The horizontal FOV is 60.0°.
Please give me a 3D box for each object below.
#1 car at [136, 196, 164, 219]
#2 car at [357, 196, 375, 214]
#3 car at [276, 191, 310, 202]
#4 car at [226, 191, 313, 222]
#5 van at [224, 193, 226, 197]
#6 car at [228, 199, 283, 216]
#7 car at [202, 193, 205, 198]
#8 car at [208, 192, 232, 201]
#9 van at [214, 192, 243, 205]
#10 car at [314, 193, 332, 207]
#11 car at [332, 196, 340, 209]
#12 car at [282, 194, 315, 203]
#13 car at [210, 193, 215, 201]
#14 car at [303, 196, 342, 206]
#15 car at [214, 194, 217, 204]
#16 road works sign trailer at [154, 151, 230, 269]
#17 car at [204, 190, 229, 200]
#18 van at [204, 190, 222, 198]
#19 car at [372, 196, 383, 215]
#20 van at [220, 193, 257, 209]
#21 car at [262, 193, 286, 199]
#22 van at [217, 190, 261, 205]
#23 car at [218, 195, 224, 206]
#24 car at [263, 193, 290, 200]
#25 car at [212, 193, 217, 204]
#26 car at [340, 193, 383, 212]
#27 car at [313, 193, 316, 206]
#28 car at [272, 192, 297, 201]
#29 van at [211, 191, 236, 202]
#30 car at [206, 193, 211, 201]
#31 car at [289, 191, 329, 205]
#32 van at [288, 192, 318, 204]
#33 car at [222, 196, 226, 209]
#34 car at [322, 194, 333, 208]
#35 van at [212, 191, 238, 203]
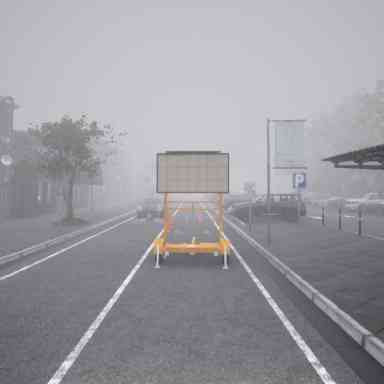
[{"bbox_3d":[-3.275,1.242,27.656,2.097,1.767,4.553,0,0,0],"label":"car"},{"bbox_3d":[18.783,1.362,31.347,5.008,1.535,2.097,0,0,0],"label":"car"},{"bbox_3d":[18.737,0.834,61.882,5.566,2.045,2.435,0,1,0],"label":"car"},{"bbox_3d":[5.685,1.142,24.894,5.566,2.045,2.435,0,0,0],"label":"car"},{"bbox_3d":[5.811,1.125,33.305,4.442,1.987,1.878,0,0,0],"label":"van"},{"bbox_3d":[5.703,1.405,30.503,4.674,1.452,2.002,0,0,0],"label":"car"},{"bbox_3d":[5.576,0.696,72.556,5.566,2.045,2.435,0,1,0],"label":"car"},{"bbox_3d":[5.648,0.893,66.951,4.553,1.767,2.185,0,1,0],"label":"car"},{"bbox_3d":[5.766,0.973,52.937,4.442,1.987,1.878,0,1,0],"label":"van"},{"bbox_3d":[18.938,1.296,42.452,5.366,1.575,1.946,0,0,0],"label":"car"},{"bbox_3d":[18.760,1.335,36.897,4.892,1.521,2.231,0,0,0],"label":"car"},{"bbox_3d":[18.901,1.118,59.109,5.366,1.575,1.946,0,1,0],"label":"car"},{"bbox_3d":[5.662,1.230,50.131,4.892,1.521,2.231,0,1,0],"label":"car"},{"bbox_3d":[18.769,1.281,48.007,4.792,1.488,2.163,0,1,0],"label":"car"},{"bbox_3d":[5.698,1.313,44.521,4.792,1.488,2.163,0,0,0],"label":"car"},{"bbox_3d":[0.037,0.441,11.123,2.380,3.560,2.880,0,0,2],"label":"road works sign trailer"},{"bbox_3d":[5.570,0.659,75.359,5.566,2.045,2.435,0,1,0],"label":"car"},{"bbox_3d":[5.456,0.541,86.571,4.442,1.987,1.878,0,1,0],"label":"van"},{"bbox_3d":[18.790,1.375,28.571,5.008,1.535,2.097,0,0,0],"label":"car"},{"bbox_3d":[5.791,1.077,41.716,4.442,1.987,1.878,0,0,0],"label":"van"},{"bbox_3d":[18.682,0.908,75.763,4.892,1.521,2.231,0,1,0],"label":"car"},{"bbox_3d":[5.565,1.096,38.914,4.442,1.987,1.878,0,0,0],"label":"van"},{"bbox_3d":[5.682,1.337,36.109,5.008,1.535,2.097,0,0,0],"label":"car"},{"bbox_3d":[18.498,0.940,72.986,5.366,1.575,1.946,0,1,0],"label":"car"},{"bbox_3d":[5.659,1.298,47.329,4.674,1.452,2.002,0,1,0],"label":"car"},{"bbox_3d":[18.743,1.097,34.121,5.566,2.045,2.435,0,0,0],"label":"car"},{"bbox_3d":[18.717,1.309,45.224,4.792,1.488,2.163,0,1,0],"label":"car"},{"bbox_3d":[18.727,0.888,67.436,4.553,1.767,2.185,0,1,0],"label":"car"},{"bbox_3d":[5.747,0.865,61.344,4.442,1.987,1.878,0,1,0],"label":"van"},{"bbox_3d":[5.615,0.912,55.736,5.566,2.045,2.435,0,1,0],"label":"car"},{"bbox_3d":[18.756,0.941,53.556,5.566,2.045,2.435,0,1,0],"label":"car"},{"bbox_3d":[18.838,0.931,56.332,4.442,1.987,1.878,0,1,0],"label":"van"},{"bbox_3d":[5.522,1.376,27.699,5.366,1.575,1.946,0,0,0],"label":"car"},{"bbox_3d":[18.754,1.317,39.675,5.008,1.535,2.097,0,0,0],"label":"car"},{"bbox_3d":[5.753,0.901,58.541,4.442,1.987,1.878,0,1,0],"label":"van"}]
